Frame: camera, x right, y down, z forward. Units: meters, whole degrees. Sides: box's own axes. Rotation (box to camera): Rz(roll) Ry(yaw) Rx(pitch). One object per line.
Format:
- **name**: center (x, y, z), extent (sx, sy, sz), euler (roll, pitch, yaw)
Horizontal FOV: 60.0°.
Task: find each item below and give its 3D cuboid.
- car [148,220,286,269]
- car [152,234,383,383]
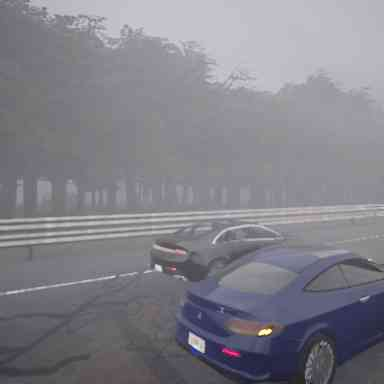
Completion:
- **car**: center (1.213, 1.504, 8.910), extent (4.902, 1.511, 2.128), euler (0, 0, -35)
- **car**: center (1.927, 1.535, 5.119), extent (4.674, 1.442, 1.812), euler (0, 0, -36)
